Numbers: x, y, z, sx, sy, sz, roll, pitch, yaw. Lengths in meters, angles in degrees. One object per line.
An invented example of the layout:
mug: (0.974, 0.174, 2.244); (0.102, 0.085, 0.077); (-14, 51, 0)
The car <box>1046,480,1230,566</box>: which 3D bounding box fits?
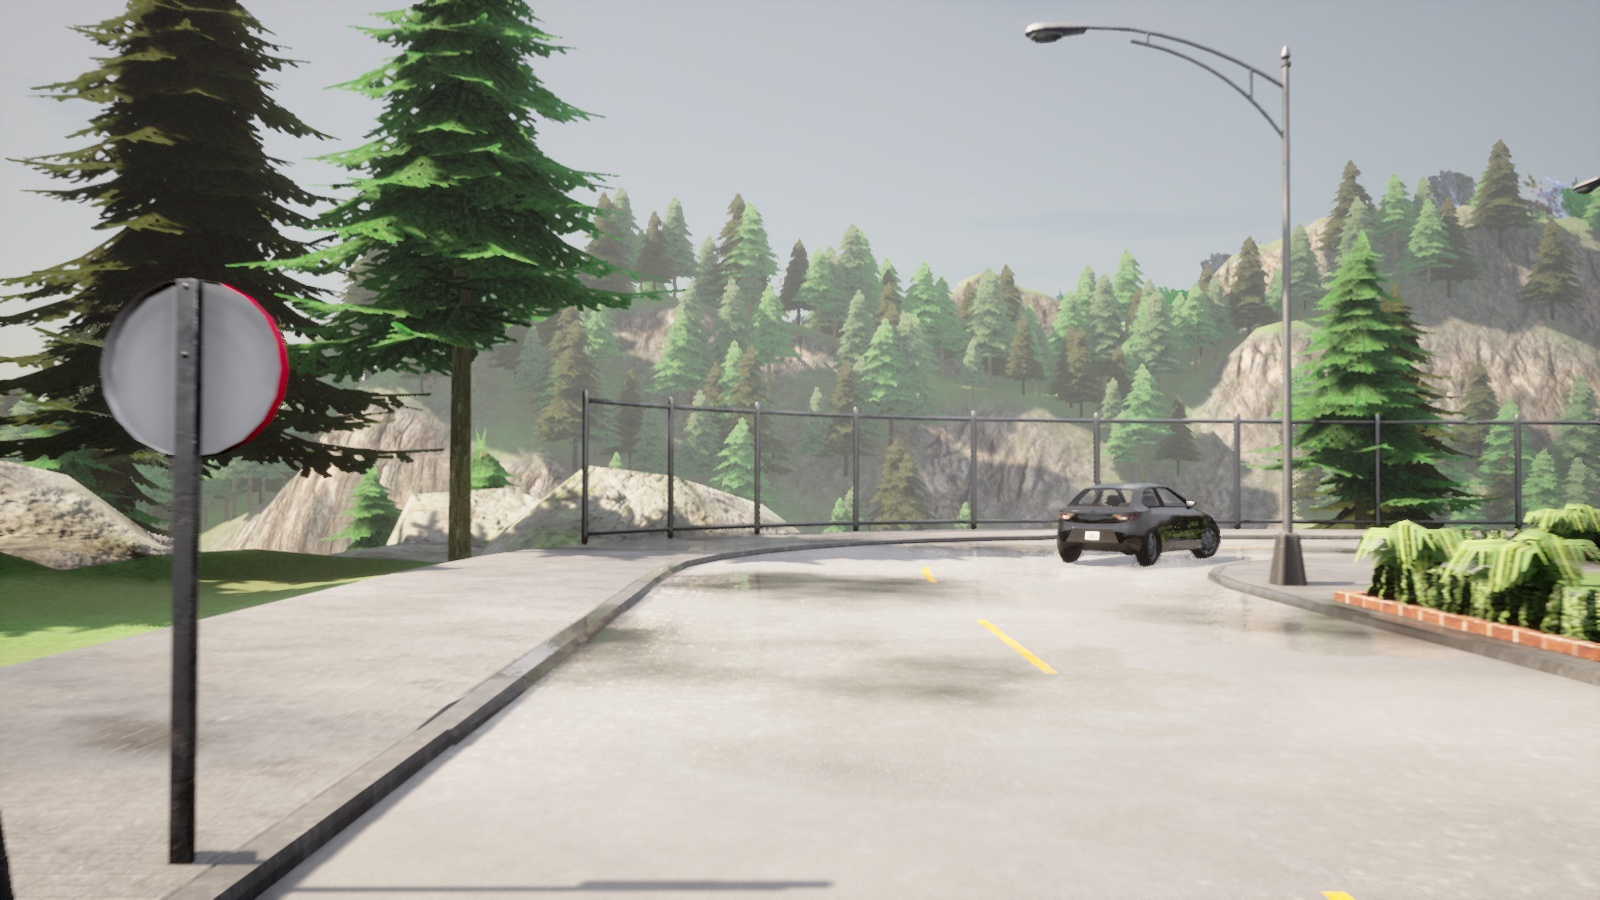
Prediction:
car: (6.529, 1.319, 23.971); (1.816, 1.474, 4.193); (-2, -2, 39)
